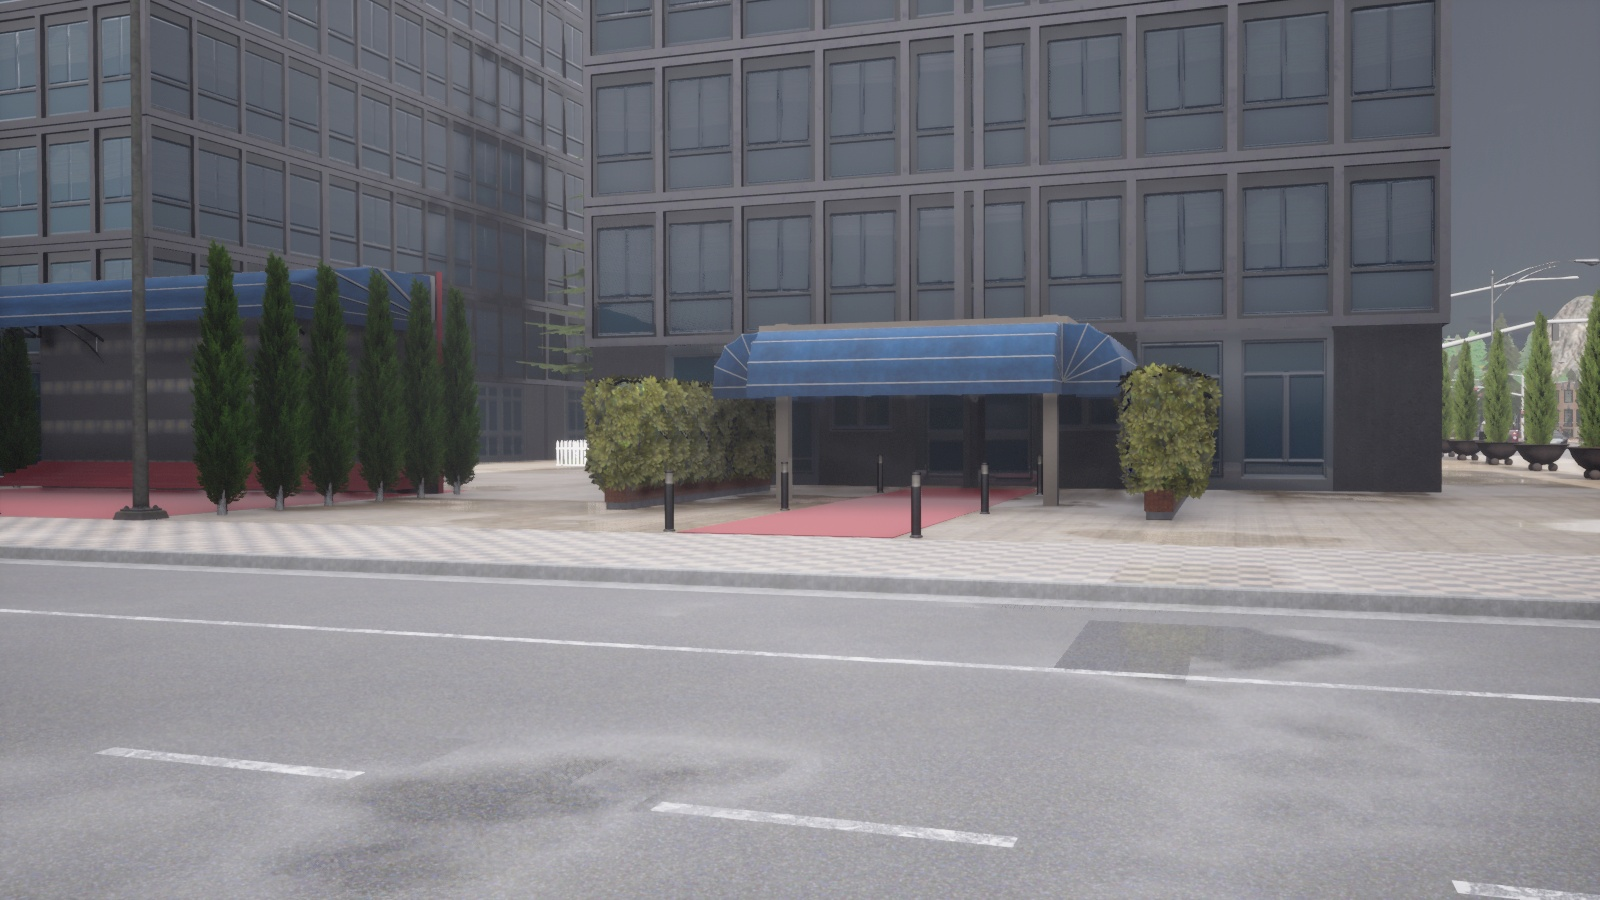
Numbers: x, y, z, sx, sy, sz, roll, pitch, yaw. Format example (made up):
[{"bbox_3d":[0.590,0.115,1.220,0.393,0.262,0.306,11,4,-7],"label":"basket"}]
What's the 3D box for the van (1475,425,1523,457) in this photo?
[{"bbox_3d":[47.010,-0.628,84.558,2.069,2.038,4.480,1,1,19],"label":"van"}]
